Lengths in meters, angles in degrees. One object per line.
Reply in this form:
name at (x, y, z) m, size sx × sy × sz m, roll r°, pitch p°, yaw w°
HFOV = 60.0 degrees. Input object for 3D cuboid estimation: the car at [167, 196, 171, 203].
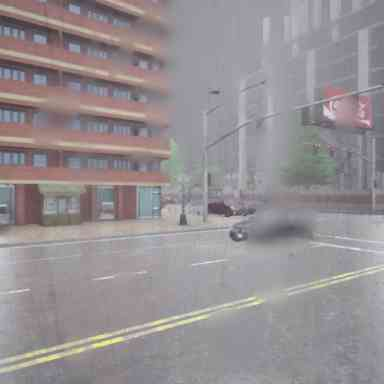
car at (-5.562, 1.353, 49.029) m, size 2.097 × 1.767 × 4.553 m, roll 0°, pitch 0°, yaw -35°

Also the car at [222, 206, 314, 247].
car at (3.771, 1.526, 15.137) m, size 4.674 × 1.442 × 1.812 m, roll 0°, pitch 1°, yaw -39°

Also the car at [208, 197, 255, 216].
car at (3.122, 1.352, 30.429) m, size 2.097 × 1.767 × 4.553 m, roll 0°, pitch 0°, yaw -34°

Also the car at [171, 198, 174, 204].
car at (-4.919, 1.526, 60.662) m, size 1.812 × 1.442 × 4.674 m, roll 0°, pitch 0°, yaw -35°

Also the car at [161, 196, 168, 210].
car at (-5.293, 1.564, 42.540) m, size 1.994 × 1.385 × 4.181 m, roll 0°, pitch 0°, yaw -35°

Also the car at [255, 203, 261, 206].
car at (5.294, 1.547, 33.527) m, size 2.033 × 1.411 × 5.357 m, roll 0°, pitch 0°, yaw -35°
